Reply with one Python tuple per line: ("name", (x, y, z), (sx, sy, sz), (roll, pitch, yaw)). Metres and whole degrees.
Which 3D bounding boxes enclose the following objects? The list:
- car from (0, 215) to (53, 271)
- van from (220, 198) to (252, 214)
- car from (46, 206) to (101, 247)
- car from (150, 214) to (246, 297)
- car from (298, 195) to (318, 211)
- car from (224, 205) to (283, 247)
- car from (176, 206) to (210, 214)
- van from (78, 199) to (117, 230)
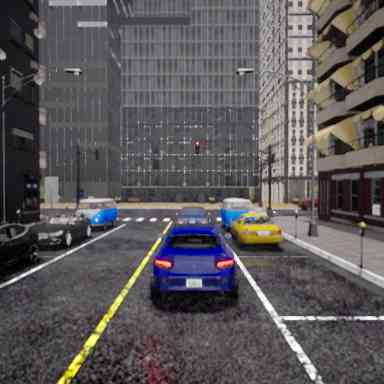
("car", (-5.706, 1.550, 8.942), (1.947, 1.339, 4.313), (-1, 0, 0))
("van", (2.664, 1.305, 20.122), (1.690, 1.788, 3.998), (-1, 0, 0))
("car", (-5.710, 1.525, 14.544), (2.008, 1.369, 4.403), (-1, 0, 0))
("car", (0.061, 1.510, 8.422), (1.812, 1.442, 4.674), (0, 0, 1))
("car", (15.212, 1.276, 39.461), (5.009, 1.841, 2.192), (0, 1, 0))
("car", (2.670, 1.499, 14.691), (1.752, 1.417, 4.829), (-1, 0, 0))
("car", (0.048, 1.514, 18.666), (2.033, 1.411, 5.357), (0, 0, 1))
("van", (-5.717, 1.305, 20.146), (1.690, 1.788, 3.998), (-1, 0, 0))
